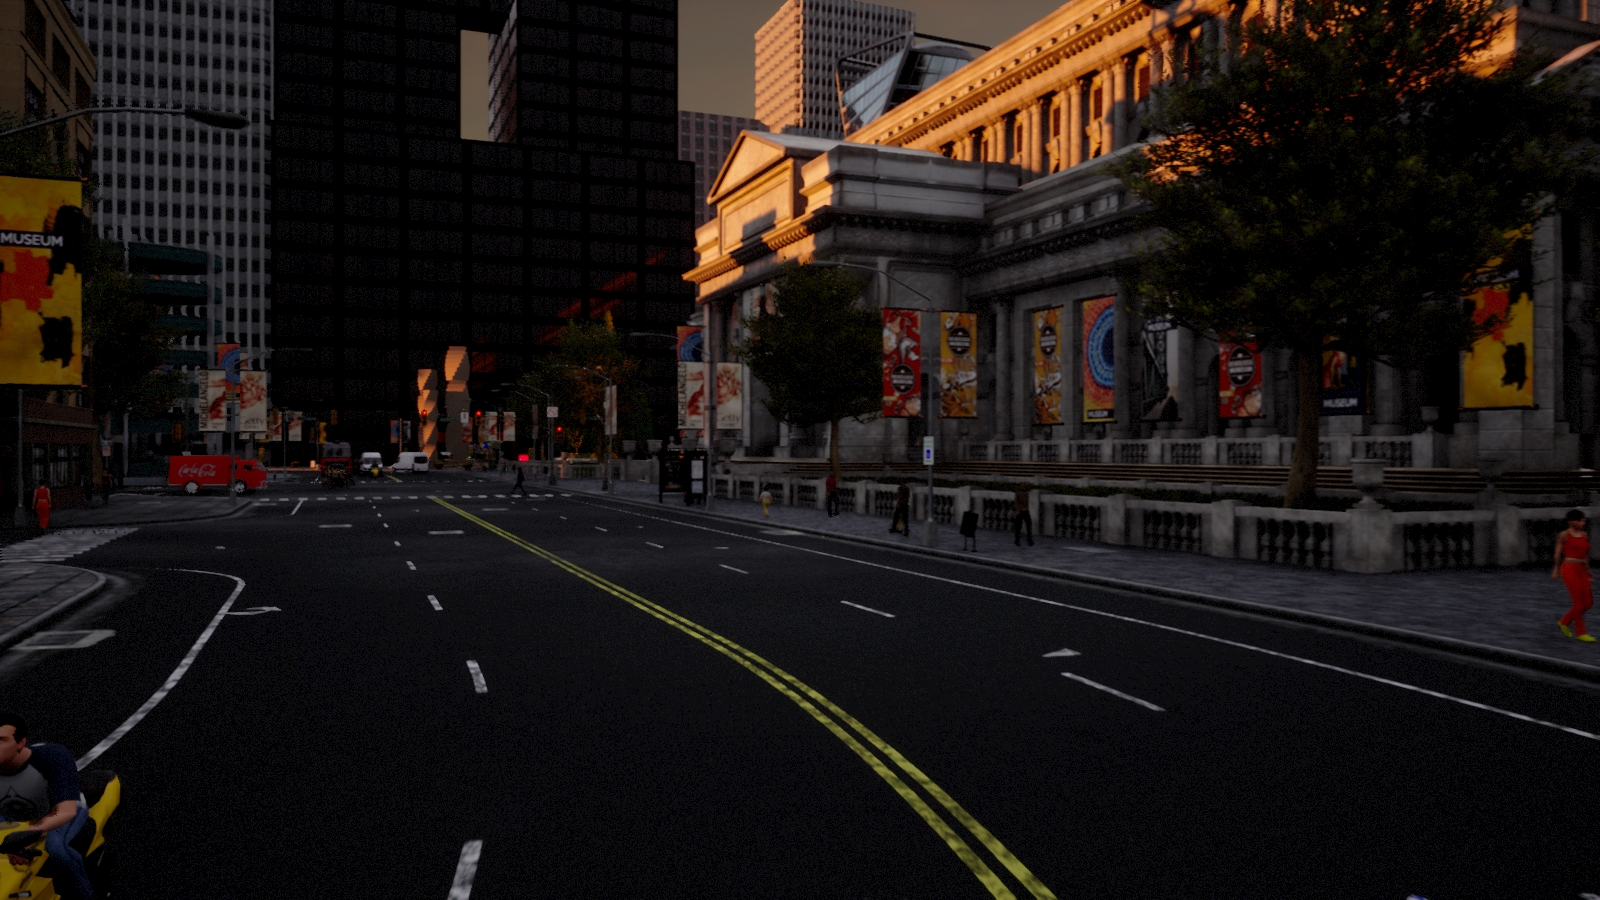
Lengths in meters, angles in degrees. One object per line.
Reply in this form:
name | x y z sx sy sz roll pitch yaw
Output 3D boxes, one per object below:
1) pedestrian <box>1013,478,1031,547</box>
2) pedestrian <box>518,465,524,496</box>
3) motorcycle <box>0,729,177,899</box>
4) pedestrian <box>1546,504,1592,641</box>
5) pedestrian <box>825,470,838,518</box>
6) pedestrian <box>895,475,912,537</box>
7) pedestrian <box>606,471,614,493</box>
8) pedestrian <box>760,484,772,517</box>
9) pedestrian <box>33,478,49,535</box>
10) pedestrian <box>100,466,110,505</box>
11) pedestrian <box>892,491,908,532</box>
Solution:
pedestrian | 6.031 1.694 31.058 0.375 1.860 0.375 0 0 -13
pedestrian | -16.996 1.850 69.594 0.375 1.860 0.375 0 0 -18
motorcycle | -3.888 2.213 5.636 0.803 1.145 2.033 -1 0 -10
pedestrian | 10.709 1.694 15.918 0.375 1.860 0.375 0 0 -15
pedestrian | 1.216 1.693 44.377 0.375 1.860 0.375 0 0 -27
pedestrian | 3.119 1.693 34.578 0.375 1.860 0.375 0 0 -26
pedestrian | -11.713 1.976 70.453 0.375 1.300 0.375 0 0 28
pedestrian | -1.336 1.976 44.817 0.375 1.300 0.375 0 0 -25
pedestrian | -24.967 1.854 37.593 0.375 1.860 0.375 0 0 -22
pedestrian | -33.456 1.702 55.010 0.375 1.860 0.375 0 0 -24
pedestrian | 3.194 1.973 36.575 0.375 1.300 0.375 0 0 -20
